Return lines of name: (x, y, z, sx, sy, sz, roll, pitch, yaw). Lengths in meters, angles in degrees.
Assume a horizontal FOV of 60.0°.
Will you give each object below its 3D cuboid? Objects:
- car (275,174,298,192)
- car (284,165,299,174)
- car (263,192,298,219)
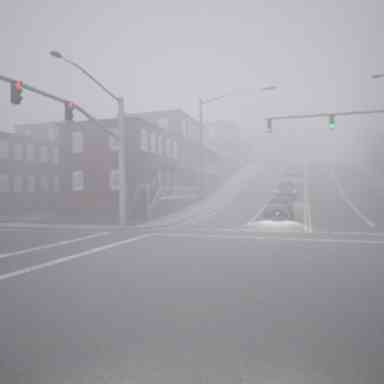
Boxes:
car: (9.443, -0.363, 33.193, 2.097, 1.767, 4.553, -1, 9, 17)
car: (13.841, -3.007, 46.194, 2.033, 1.411, 5.357, -1, 13, 19)
car: (6.292, 1.056, 23.836, 1.994, 1.385, 4.181, -1, 5, 19)
